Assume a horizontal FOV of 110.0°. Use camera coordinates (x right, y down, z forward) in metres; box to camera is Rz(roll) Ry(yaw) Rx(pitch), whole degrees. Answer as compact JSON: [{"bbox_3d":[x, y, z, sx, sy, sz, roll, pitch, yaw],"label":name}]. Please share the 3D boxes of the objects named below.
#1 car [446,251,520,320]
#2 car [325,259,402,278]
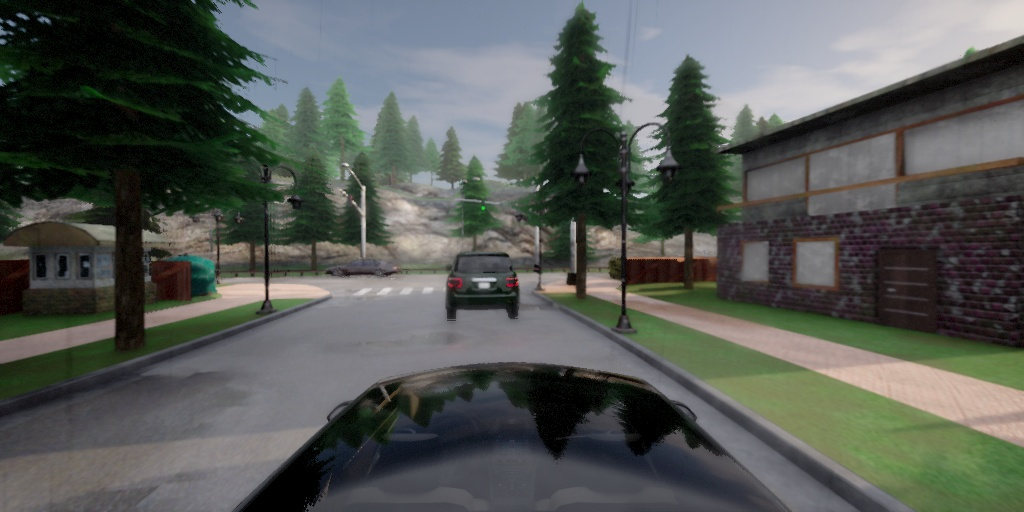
[{"bbox_3d":[-1.074,0.862,12.311,2.150,2.045,5.566,0,1,-7],"label":"car"},{"bbox_3d":[-11.205,0.907,27.344,5.357,1.411,2.033,0,1,-3],"label":"car"}]
